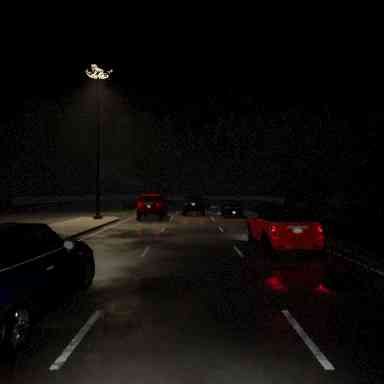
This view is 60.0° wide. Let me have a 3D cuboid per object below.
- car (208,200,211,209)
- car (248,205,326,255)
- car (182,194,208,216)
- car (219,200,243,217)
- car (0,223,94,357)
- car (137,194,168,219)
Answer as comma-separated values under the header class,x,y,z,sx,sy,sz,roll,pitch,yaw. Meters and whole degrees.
class,x,y,z,sx,sy,sz,roll,pitch,yaw
car,1.351,1.492,43.430,2.128,1.511,4.902,0,0,12
car,3.600,1.352,13.450,2.097,1.767,4.553,0,0,0
car,0.213,1.223,33.265,2.150,2.045,5.566,0,0,2
car,3.648,1.505,31.058,1.837,1.490,4.892,0,0,1
car,-3.400,1.352,6.186,2.097,1.767,4.553,0,0,0
car,-3.382,1.221,28.819,2.150,2.045,5.566,0,0,0
